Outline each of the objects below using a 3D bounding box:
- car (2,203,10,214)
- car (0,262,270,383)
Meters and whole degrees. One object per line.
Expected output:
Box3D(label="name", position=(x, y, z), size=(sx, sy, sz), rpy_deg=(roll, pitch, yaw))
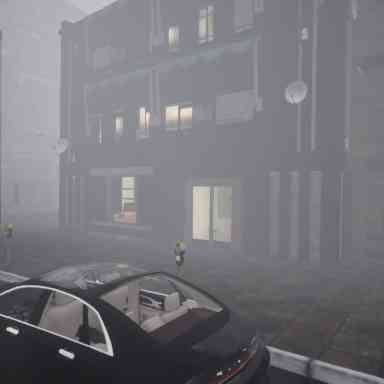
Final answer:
Box3D(label="car", position=(-21.544, 1.623, 34.882), size=(2.008, 1.369, 4.403), rpy_deg=(1, 0, 36))
Box3D(label="car", position=(-1.300, 1.550, 3.939), size=(4.403, 1.369, 2.008), rpy_deg=(0, 1, 35))
